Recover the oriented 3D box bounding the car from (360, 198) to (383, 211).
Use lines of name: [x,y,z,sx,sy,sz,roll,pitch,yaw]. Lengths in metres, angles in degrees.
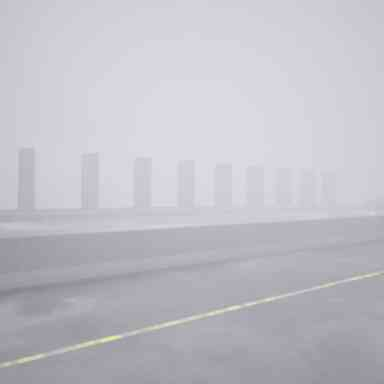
car: [25.296,1.686,46.167,4.553,1.767,2.097,0,0,-34]
